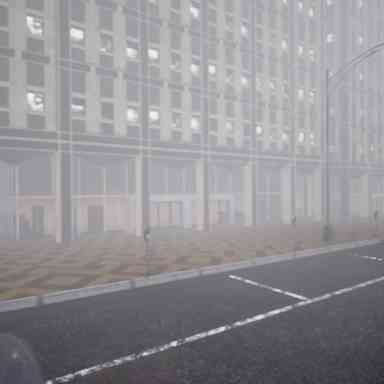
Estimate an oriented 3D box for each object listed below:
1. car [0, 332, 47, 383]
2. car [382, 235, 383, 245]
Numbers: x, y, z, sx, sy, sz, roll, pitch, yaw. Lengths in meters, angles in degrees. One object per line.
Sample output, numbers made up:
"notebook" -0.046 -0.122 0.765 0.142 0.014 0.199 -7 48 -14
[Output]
"car" -3.232 1.549 1.073 5.357 1.411 2.033 0 0 -35
"car" 9.189 1.571 13.115 4.206 1.307 1.802 0 -1 -35
